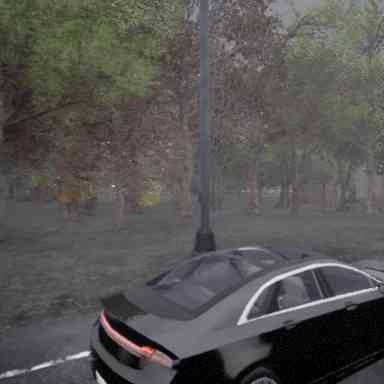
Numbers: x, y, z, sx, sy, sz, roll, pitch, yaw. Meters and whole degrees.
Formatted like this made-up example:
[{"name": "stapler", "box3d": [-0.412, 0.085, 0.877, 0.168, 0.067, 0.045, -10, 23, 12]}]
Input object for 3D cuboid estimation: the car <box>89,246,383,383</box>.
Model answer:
[{"name": "car", "box3d": [1.213, 1.479, 4.328, 4.902, 1.511, 2.128, 0, 0, -34]}]
